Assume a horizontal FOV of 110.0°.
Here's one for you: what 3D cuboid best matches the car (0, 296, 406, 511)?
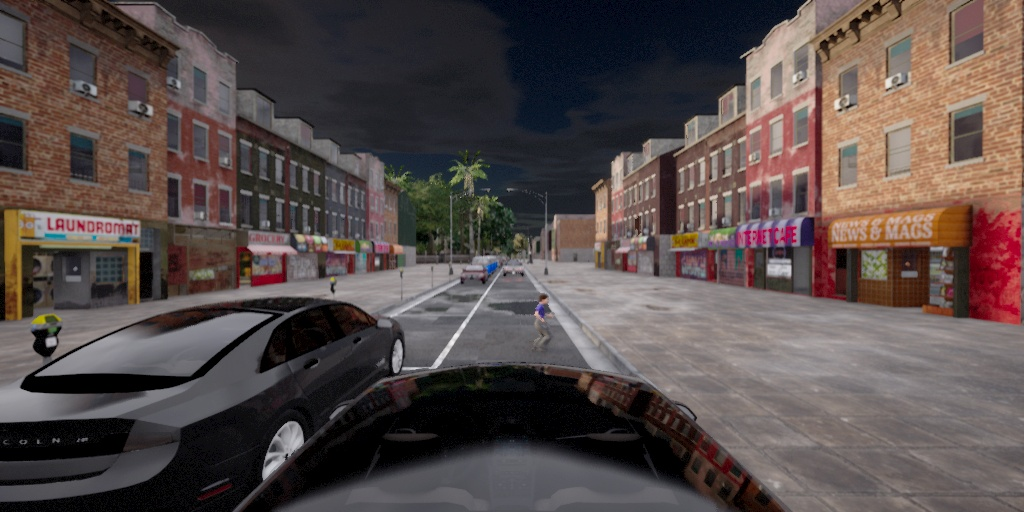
[{"bbox_3d":[-2.744,1.240,4.305,1.837,1.490,4.892,0,0,0],"label":"car"}]

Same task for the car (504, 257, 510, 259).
[{"bbox_3d":[0.155,1.104,48.352,1.994,1.385,4.181,0,0,-1],"label":"car"}]

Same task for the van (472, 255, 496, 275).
[{"bbox_3d":[-2.579,0.951,30.741,1.690,1.789,3.998,0,0,0],"label":"van"}]

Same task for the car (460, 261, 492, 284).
[{"bbox_3d":[-2.590,1.214,25.276,1.802,1.307,4.207,0,0,0],"label":"car"}]

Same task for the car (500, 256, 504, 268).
[{"bbox_3d":[-2.534,1.075,52.597,2.007,1.370,4.403,0,0,0],"label":"car"}]

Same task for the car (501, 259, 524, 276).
[{"bbox_3d":[0.155,1.196,34.439,1.895,1.301,4.718,0,0,0],"label":"car"}]

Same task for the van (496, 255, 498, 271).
[{"bbox_3d":[-2.567,0.929,36.205,1.690,1.789,3.998,0,0,0],"label":"van"}]

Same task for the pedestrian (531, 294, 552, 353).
[{"bbox_3d":[0.552,1.292,7.244,0.375,1.300,0.375,0,0,0],"label":"pedestrian"}]

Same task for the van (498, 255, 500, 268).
[{"bbox_3d":[-2.556,0.908,41.669,1.690,1.789,3.998,0,0,0],"label":"van"}]
